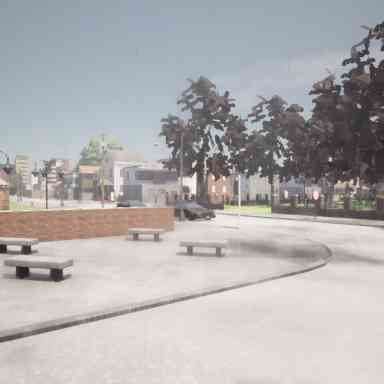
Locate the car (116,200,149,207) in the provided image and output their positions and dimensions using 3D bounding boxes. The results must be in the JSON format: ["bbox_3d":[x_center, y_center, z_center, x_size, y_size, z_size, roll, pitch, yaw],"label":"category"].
[{"bbox_3d":[-6.526,1.547,36.166,2.033,1.411,5.357,0,0,-35],"label":"car"}]

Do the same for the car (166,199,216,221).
[{"bbox_3d":[-0.314,1.548,27.395,2.033,1.411,5.357,0,0,-35],"label":"car"}]

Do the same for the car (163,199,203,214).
[{"bbox_3d":[-1.070,1.501,35.667,1.837,1.490,4.892,0,-1,-36],"label":"car"}]
